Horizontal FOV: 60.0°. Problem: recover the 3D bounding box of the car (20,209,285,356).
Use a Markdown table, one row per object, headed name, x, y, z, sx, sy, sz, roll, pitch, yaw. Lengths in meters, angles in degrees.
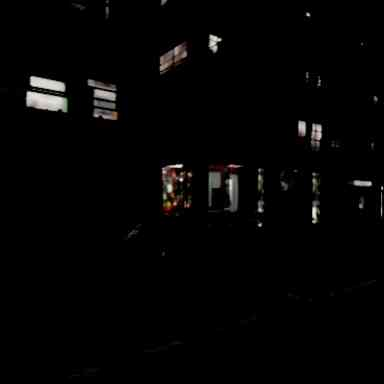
| name | x | y | z | sx | sy | sz | roll | pitch | yaw |
| --- | --- | --- | --- | --- | --- | --- | --- | --- | --- |
| car | -0.374 | 1.308 | 6.271 | 5.009 | 1.841 | 2.192 | 0 | 1 | -35 |
